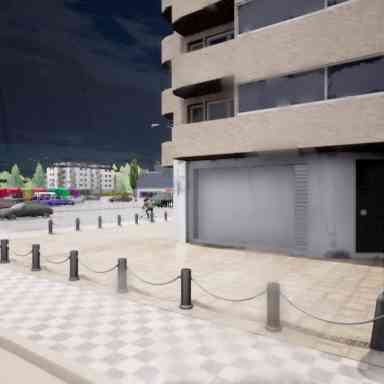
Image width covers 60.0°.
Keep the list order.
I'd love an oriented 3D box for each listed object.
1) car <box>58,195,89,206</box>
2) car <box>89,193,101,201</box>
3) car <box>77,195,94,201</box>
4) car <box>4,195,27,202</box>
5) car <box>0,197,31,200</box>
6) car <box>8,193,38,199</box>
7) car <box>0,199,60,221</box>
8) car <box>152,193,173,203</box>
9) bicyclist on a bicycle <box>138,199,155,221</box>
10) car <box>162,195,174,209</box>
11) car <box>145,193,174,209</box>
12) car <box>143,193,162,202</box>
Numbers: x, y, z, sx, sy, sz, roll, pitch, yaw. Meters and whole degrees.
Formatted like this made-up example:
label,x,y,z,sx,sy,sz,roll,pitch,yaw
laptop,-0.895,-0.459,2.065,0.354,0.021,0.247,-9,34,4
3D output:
label,x,y,z,sx,sy,sz,roll,pitch,yaw
car,-20.790,1.449,58.514,1.970,1.475,3.806,0,0,35
car,-24.576,1.210,82.508,1.905,1.878,3.866,0,0,35
car,-26.936,1.449,84.185,1.970,1.475,3.806,0,0,35
car,-36.984,1.417,69.897,1.784,1.438,3.905,0,0,35
car,-17.356,1.532,29.215,1.882,1.535,5.008,0,0,35
car,-34.653,1.207,68.176,1.932,1.855,4.605,0,0,35
car,-13.967,1.581,27.919,1.812,1.442,4.674,0,1,35
car,-6.181,1.208,69.520,1.932,1.855,4.605,0,0,35
bicyclist on a bicycle,-3.281,1.356,24.068,1.656,1.620,0.582,0,0,35
car,-1.440,1.546,45.823,2.128,1.511,4.902,0,0,35
car,-4.110,1.275,48.113,2.150,2.045,5.566,0,0,35
car,-8.515,1.210,71.232,1.905,1.878,3.866,0,0,35
